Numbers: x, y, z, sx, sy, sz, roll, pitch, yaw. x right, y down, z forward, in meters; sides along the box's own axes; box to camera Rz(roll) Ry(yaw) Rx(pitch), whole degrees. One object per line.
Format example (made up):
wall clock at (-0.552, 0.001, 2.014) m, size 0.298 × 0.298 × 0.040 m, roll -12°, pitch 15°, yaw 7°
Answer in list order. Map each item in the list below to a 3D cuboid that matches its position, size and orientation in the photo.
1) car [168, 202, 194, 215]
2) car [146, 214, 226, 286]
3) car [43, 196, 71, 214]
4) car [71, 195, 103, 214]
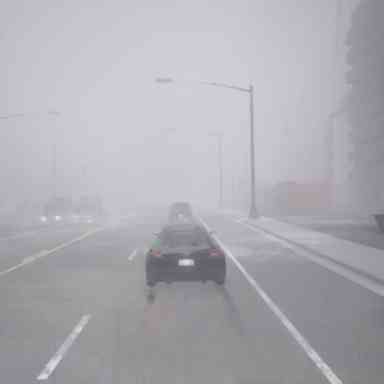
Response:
car at (-0.928, 1.558, 27.464) m, size 1.837 × 1.490 × 4.892 m, roll -1°, pitch 0°, yaw -2°
car at (-0.210, 1.583, 9.588) m, size 1.994 × 1.385 × 4.181 m, roll -1°, pitch 0°, yaw -2°
car at (-15.507, 1.564, 39.082) m, size 2.150 × 2.045 × 5.566 m, roll -1°, pitch 0°, yaw -2°
car at (-12.008, 1.439, 39.122) m, size 2.150 × 2.045 × 5.566 m, roll -1°, pitch 0°, yaw -2°
